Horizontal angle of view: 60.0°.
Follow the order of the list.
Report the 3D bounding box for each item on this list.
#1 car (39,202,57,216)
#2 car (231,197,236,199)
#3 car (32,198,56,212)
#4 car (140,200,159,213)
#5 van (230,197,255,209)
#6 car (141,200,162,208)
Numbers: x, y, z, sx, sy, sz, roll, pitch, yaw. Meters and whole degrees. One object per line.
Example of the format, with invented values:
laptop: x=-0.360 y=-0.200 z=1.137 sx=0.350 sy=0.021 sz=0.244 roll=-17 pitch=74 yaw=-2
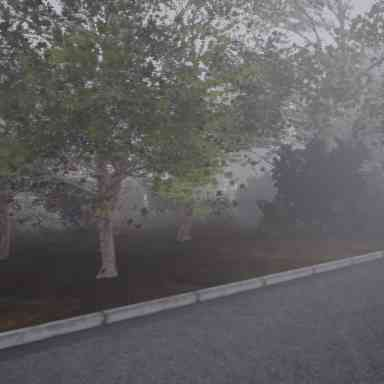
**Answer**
car: x=-17.868 y=2.318 z=42.036 sx=2.163 sy=1.488 sz=4.792 roll=0 pitch=0 yaw=-36
car: x=6.964 y=1.942 z=59.808 sx=2.435 sy=2.045 sz=5.566 roll=-1 pitch=0 yaw=-36
car: x=-23.964 y=2.032 z=53.828 sx=2.435 sy=2.045 sz=5.566 roll=0 pitch=0 yaw=-36
car: x=-6.604 y=2.273 z=50.141 sx=2.231 sy=1.521 sz=4.892 roll=0 pitch=0 yaw=-36
van: x=9.274 y=1.943 z=61.352 sx=1.878 sy=1.987 sz=4.442 roll=-1 pitch=0 yaw=-36
car: x=-7.971 y=2.278 z=65.203 sx=2.163 sy=1.488 sz=4.792 roll=0 pitch=0 yaw=-36
